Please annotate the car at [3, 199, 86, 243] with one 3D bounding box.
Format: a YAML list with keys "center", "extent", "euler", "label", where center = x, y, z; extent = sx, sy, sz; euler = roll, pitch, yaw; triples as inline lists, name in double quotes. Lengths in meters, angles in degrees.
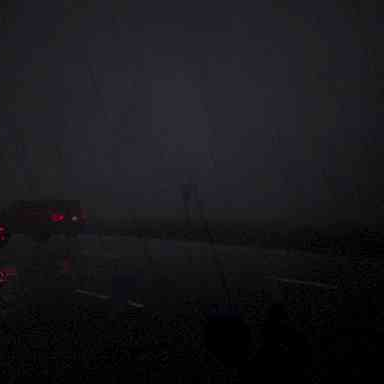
- center: [-7.973, 1.365, 16.929]
  extent: [5.566, 2.045, 2.150]
  euler: [0, 0, 26]
  label: "car"

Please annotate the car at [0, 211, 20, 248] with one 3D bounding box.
- center: [-9.764, 1.655, 13.899]
  extent: [4.892, 1.490, 1.837]
  euler: [0, 0, 25]
  label: "car"
